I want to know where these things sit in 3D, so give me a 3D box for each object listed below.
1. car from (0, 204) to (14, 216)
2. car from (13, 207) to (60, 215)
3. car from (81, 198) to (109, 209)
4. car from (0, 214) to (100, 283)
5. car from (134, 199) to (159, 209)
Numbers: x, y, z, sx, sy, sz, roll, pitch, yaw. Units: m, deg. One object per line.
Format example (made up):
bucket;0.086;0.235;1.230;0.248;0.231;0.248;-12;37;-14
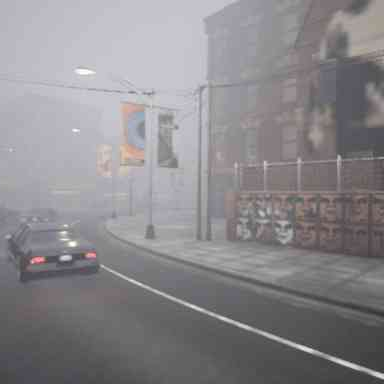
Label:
car;-14.046;1.623;24.378;2.128;1.511;4.902;1;-1;-12
car;-9.963;1.705;22.081;2.033;1.411;5.357;1;-1;-16
car;-15.790;1.845;54.065;2.097;1.767;4.553;0;-1;33
car;-4.380;1.625;10.016;2.033;1.411;5.357;1;-1;-33
car;-7.998;2.014;58.735;2.097;1.767;4.553;0;-1;42
